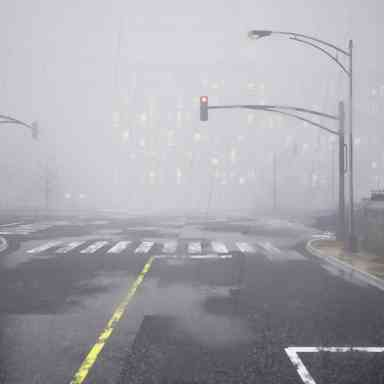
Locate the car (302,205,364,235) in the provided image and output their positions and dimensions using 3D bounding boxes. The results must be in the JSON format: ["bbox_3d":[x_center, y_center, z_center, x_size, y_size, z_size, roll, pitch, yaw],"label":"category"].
[{"bbox_3d":[9.164,1.665,19.016,5.357,1.411,2.033,1,0,-1],"label":"car"}]

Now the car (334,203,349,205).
[{"bbox_3d":[13.164,1.695,29.036,4.892,1.490,1.837,1,0,-1],"label":"car"}]

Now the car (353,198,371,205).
[{"bbox_3d":[14.003,1.405,22.351,5.566,2.045,2.150,1,0,-1],"label":"car"}]
